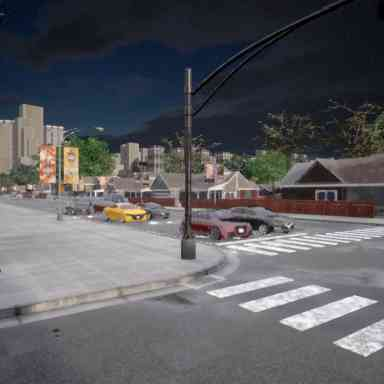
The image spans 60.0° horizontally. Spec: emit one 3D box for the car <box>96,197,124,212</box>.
[{"bbox_3d":[-9.982,1.697,38.452,1.882,1.535,5.008,0,0,-35],"label":"car"}]

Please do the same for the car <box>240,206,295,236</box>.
[{"bbox_3d":[3.648,1.581,19.270,1.837,1.490,4.892,0,0,-35],"label":"car"}]

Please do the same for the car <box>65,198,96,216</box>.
[{"bbox_3d":[-12.516,1.726,36.406,1.837,1.490,4.892,0,-1,-35],"label":"car"}]

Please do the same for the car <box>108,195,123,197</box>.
[{"bbox_3d":[-12.942,1.523,54.146,2.150,2.045,5.566,0,0,-36],"label":"car"}]

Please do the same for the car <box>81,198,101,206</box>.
[{"bbox_3d":[-19.093,1.907,62.626,2.033,1.411,5.357,0,0,-35],"label":"car"}]

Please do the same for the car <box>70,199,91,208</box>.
[{"bbox_3d":[-19.408,1.887,57.612,2.033,1.411,5.357,0,0,-34],"label":"car"}]

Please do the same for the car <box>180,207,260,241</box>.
[{"bbox_3d":[1.153,1.638,17.173,1.994,1.385,4.181,0,0,-35],"label":"car"}]

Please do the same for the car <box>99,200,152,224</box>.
[{"bbox_3d":[-5.368,1.622,26.355,1.882,1.535,5.008,0,-1,-35],"label":"car"}]

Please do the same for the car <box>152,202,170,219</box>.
[{"bbox_3d":[-3.799,1.661,29.742,1.837,1.490,4.892,0,-1,-36],"label":"car"}]
